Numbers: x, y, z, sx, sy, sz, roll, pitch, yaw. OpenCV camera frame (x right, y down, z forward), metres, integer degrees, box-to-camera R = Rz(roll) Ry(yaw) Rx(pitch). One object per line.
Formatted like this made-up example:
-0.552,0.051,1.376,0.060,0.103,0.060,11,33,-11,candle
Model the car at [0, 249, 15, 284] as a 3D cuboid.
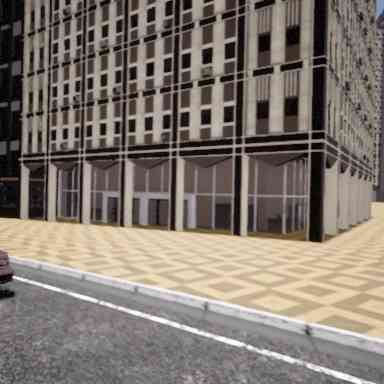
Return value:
-6.517,1.587,8.216,5.357,1.411,2.033,0,-1,35,car
